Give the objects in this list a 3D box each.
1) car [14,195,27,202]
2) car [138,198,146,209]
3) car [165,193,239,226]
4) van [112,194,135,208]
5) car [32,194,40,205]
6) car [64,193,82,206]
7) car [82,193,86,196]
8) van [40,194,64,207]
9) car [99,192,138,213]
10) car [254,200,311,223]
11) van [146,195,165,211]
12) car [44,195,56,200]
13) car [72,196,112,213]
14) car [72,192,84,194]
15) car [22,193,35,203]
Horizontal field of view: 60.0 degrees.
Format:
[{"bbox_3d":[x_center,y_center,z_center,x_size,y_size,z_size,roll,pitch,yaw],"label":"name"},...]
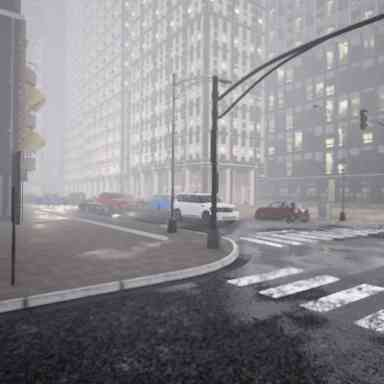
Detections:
[{"bbox_3d":[-36.286,1.321,70.290,1.947,1.339,4.313,1,-1,-35],"label":"car"},{"bbox_3d":[-6.562,1.451,42.901,2.008,1.369,4.403,1,-1,-35],"label":"car"},{"bbox_3d":[0.738,1.076,22.624,2.150,2.045,5.566,1,0,-35],"label":"car"},{"bbox_3d":[-9.830,1.235,47.508,1.690,1.788,3.998,1,-1,-35],"label":"van"},{"bbox_3d":[-23.206,1.356,51.867,1.802,1.307,4.206,1,-1,-35],"label":"car"},{"bbox_3d":[-18.766,1.311,50.260,2.128,1.511,4.902,1,-1,-35],"label":"car"},{"bbox_3d":[-13.955,1.348,48.758,2.128,1.511,4.902,1,0,-35],"label":"car"},{"bbox_3d":[-19.933,1.121,47.263,1.690,1.788,3.998,1,-1,-35],"label":"van"},{"bbox_3d":[-8.236,1.052,35.266,2.150,2.045,5.566,1,0,-35],"label":"car"},{"bbox_3d":[6.520,1.372,24.479,1.967,1.590,4.097,1,0,-35],"label":"car"},{"bbox_3d":[-3.290,1.249,38.297,1.690,1.788,3.998,1,0,-35],"label":"van"},{"bbox_3d":[-35.995,1.437,84.352,1.802,1.307,4.206,1,-1,-35],"label":"car"},{"bbox_3d":[-10.125,1.351,33.444,2.008,1.369,4.403,1,0,-35],"label":"car"},{"bbox_3d":[-19.747,1.067,56.832,2.150,2.045,5.566,1,0,-35],"label":"car"},{"bbox_3d":[-29.744,1.079,61.080,2.192,1.841,5.009,1,-1,-35],"label":"car"}]
